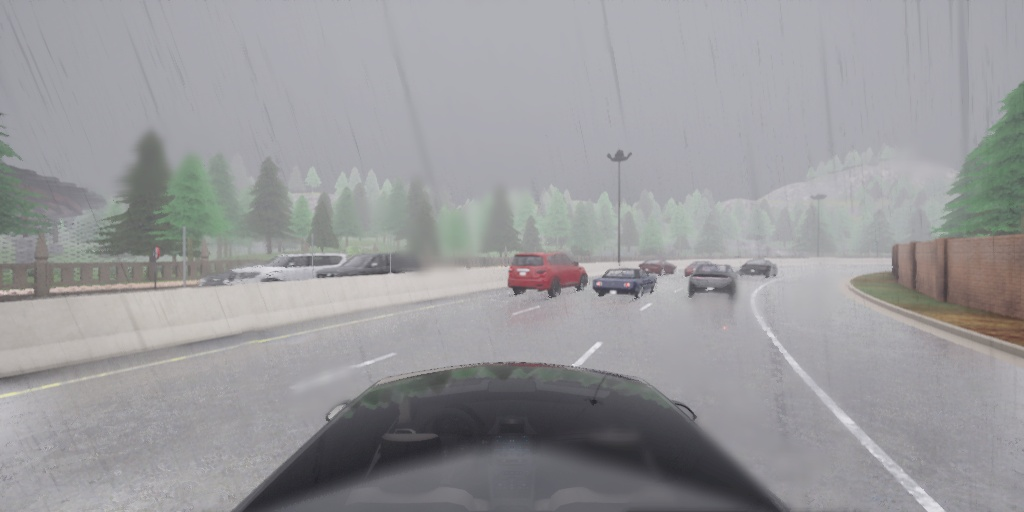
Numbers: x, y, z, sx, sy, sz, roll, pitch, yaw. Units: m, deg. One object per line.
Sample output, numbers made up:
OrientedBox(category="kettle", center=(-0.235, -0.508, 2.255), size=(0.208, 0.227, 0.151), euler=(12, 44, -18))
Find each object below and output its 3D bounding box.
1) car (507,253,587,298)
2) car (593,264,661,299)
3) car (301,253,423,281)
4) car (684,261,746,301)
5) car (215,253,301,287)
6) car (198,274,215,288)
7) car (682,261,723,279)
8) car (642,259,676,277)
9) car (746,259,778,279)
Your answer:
OrientedBox(category="car", center=(1.923, 0.863, 18.035), size=(2.150, 2.045, 5.566), euler=(0, 0, 32))
OrientedBox(category="car", center=(5.588, 1.245, 17.278), size=(1.895, 1.301, 4.718), euler=(0, 0, 33))
OrientedBox(category="car", center=(-6.785, 0.870, 17.514), size=(2.150, 2.045, 5.566), euler=(0, 0, 30))
OrientedBox(category="car", center=(9.596, 1.137, 16.892), size=(2.128, 1.511, 4.902), euler=(0, 0, 34))
OrientedBox(category="car", center=(-10.680, 0.870, 17.731), size=(2.150, 2.045, 5.566), euler=(0, 0, 29))
OrientedBox(category="car", center=(-13.726, 1.131, 19.354), size=(2.128, 1.511, 4.902), euler=(0, 0, 30))
OrientedBox(category="car", center=(16.294, 1.116, 30.529), size=(1.994, 1.385, 4.181), euler=(0, 0, 44))
OrientedBox(category="car", center=(13.158, 1.020, 32.334), size=(1.882, 1.535, 5.008), euler=(0, 0, 43))
OrientedBox(category="car", center=(20.926, 1.030, 30.259), size=(5.008, 1.535, 1.882), euler=(0, 0, -45))
